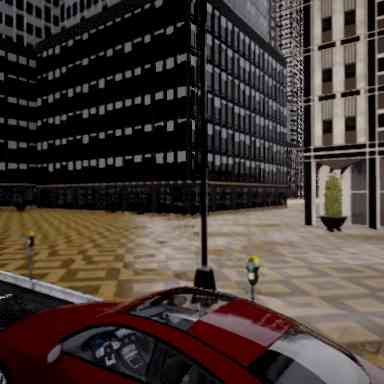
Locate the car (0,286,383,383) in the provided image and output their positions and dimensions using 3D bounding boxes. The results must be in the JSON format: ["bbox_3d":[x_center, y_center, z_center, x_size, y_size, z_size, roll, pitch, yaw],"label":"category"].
[{"bbox_3d":[-0.256,1.582,3.041,4.206,1.307,1.802,0,0,36],"label":"car"}]
